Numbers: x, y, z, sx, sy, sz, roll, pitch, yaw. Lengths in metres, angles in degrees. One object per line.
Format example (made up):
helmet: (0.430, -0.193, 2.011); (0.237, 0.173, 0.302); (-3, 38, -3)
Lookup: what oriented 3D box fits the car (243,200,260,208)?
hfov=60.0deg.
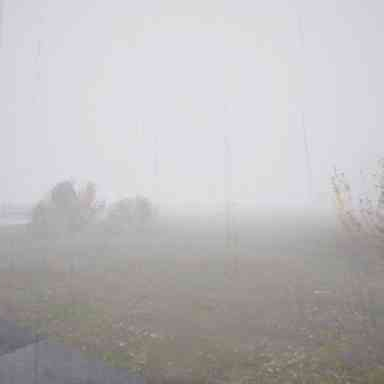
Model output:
car: (11.413, 2.245, 64.323); (1.812, 1.442, 4.674); (-1, -1, 36)

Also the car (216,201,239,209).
car: (6.068, 2.166, 56.896); (2.033, 1.411, 5.357); (-1, -1, 36)

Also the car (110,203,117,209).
car: (-8.232, 1.699, 43.187); (2.150, 2.045, 5.566); (-1, -2, 36)

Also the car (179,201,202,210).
car: (-0.227, 2.150, 54.266); (1.812, 1.442, 4.674); (-1, -2, 36)

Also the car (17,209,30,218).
car: (-14.804, 1.901, 34.054); (2.033, 1.411, 5.357); (-1, -1, 36)
